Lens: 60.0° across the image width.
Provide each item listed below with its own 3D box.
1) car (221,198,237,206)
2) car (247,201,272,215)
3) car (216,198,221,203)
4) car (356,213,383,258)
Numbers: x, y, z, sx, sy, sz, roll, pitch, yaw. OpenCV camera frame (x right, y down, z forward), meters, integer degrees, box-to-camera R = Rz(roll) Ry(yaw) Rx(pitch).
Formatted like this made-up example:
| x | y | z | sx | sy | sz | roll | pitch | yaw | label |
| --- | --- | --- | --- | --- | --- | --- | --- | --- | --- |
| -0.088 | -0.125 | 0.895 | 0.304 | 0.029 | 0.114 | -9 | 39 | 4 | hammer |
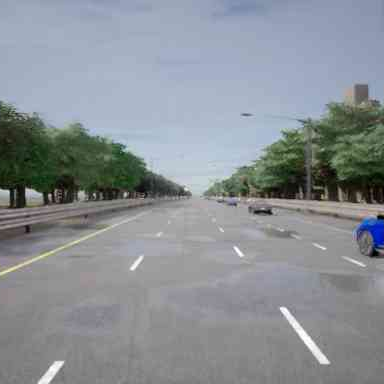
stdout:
| x | y | z | sx | sy | sz | roll | pitch | yaw | label |
| --- | --- | --- | --- | --- | --- | --- | --- | --- | --- |
| 7.210 | 1.892 | 62.043 | 2.033 | 1.411 | 5.357 | 0 | -1 | 0 | car |
| 7.068 | 1.647 | 35.055 | 1.994 | 1.385 | 4.181 | 0 | 0 | 0 | car |
| 7.406 | 2.219 | 86.186 | 1.994 | 1.385 | 4.181 | 0 | -1 | 1 | car |
| 7.007 | 1.226 | 9.663 | 2.150 | 2.045 | 5.566 | 0 | 0 | 0 | car |
